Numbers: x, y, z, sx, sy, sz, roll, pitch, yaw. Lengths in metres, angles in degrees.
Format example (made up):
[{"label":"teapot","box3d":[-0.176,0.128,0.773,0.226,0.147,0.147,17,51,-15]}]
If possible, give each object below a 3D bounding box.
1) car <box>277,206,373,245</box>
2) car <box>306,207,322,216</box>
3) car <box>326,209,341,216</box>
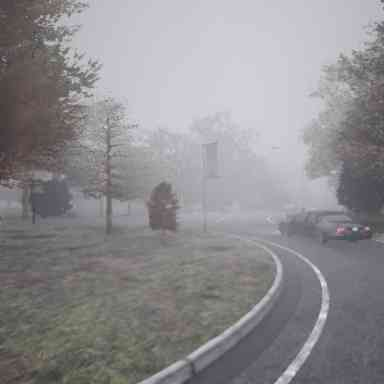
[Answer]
[{"label":"car","box3d":[6.145,1.613,16.131,2.033,1.411,5.357,-1,-1,-13]},{"label":"car","box3d":[25.800,4.160,70.340,1.882,1.535,5.008,-1,-5,34]},{"label":"car","box3d":[29.855,4.387,70.061,1.895,1.301,4.718,-1,-5,34]}]
